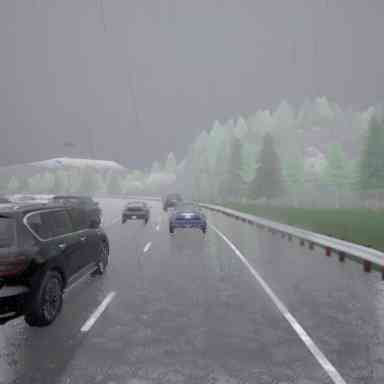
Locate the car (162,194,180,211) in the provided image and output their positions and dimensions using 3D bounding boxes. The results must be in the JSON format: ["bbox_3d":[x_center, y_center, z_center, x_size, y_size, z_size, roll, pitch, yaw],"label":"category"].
[{"bbox_3d":[-2.427,1.224,40.574,2.150,2.045,5.566,0,0,-9],"label":"car"}]

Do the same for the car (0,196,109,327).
[{"bbox_3d":[-3.416,1.222,7.137,2.150,2.045,5.566,0,0,0],"label":"car"}]

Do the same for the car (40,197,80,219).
[{"bbox_3d":[-11.616,1.354,29.601,2.097,1.767,4.553,0,0,-6],"label":"car"}]

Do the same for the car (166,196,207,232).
[{"bbox_3d":[-0.322,1.353,20.142,2.097,1.767,4.553,0,0,-3],"label":"car"}]

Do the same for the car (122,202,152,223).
[{"bbox_3d":[-4.193,1.506,25.481,1.837,1.490,4.892,0,0,-4],"label":"car"}]

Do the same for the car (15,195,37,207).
[{"bbox_3d":[-26.362,1.356,53.064,2.097,1.767,4.553,0,0,-13],"label":"car"}]
